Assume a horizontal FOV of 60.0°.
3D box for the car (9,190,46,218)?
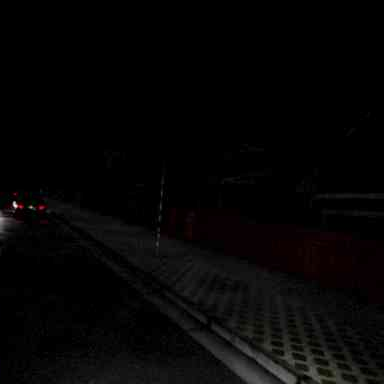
[{"bbox_3d":[-10.791,0.884,22.018,2.033,1.411,5.357,5,-1,-29],"label":"car"}]
